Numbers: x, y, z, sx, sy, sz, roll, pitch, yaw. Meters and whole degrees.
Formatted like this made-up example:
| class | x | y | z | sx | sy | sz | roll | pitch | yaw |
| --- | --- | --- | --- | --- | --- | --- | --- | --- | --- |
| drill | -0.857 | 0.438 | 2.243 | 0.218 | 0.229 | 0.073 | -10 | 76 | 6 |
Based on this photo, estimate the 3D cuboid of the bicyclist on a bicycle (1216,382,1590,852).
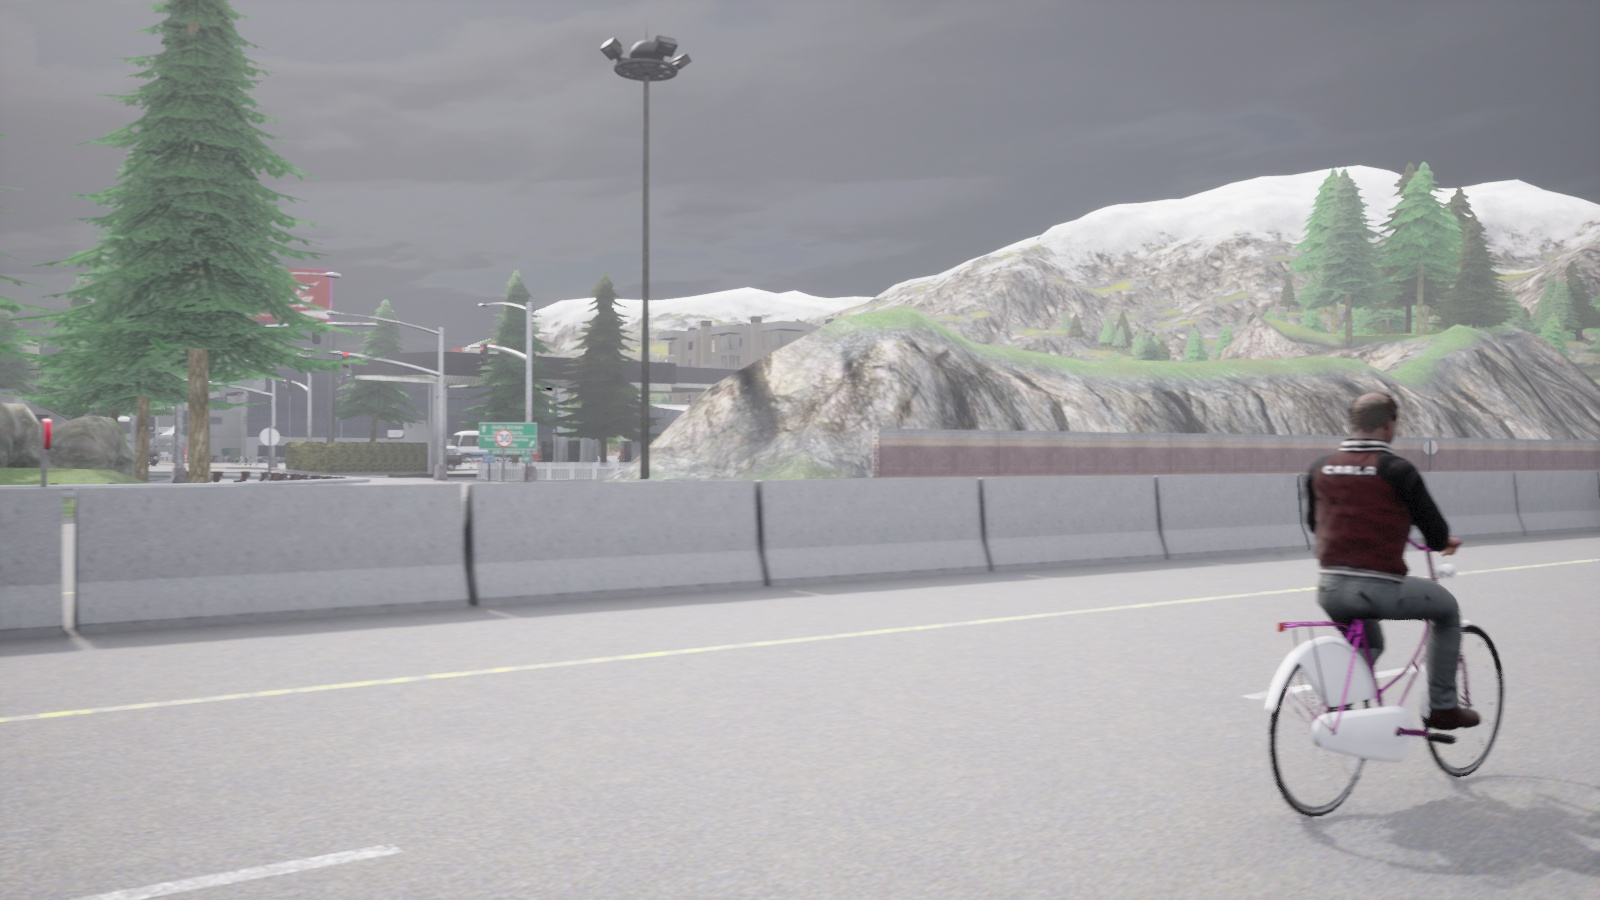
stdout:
| class | x | y | z | sx | sy | sz | roll | pitch | yaw |
| --- | --- | --- | --- | --- | --- | --- | --- | --- | --- |
| bicyclist on a bicycle | 2.696 | 0.629 | 5.536 | 1.843 | 1.776 | 0.659 | 0 | 0 | -35 |
